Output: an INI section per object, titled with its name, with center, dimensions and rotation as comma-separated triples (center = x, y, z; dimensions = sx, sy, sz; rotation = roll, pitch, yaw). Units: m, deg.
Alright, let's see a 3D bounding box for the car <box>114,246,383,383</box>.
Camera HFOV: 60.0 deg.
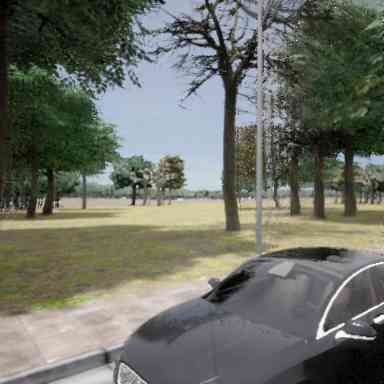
[car]
center = 1.465, 1.533, 4.166
dimensions = 4.892, 1.490, 1.837
rotation = 0, 0, -37
